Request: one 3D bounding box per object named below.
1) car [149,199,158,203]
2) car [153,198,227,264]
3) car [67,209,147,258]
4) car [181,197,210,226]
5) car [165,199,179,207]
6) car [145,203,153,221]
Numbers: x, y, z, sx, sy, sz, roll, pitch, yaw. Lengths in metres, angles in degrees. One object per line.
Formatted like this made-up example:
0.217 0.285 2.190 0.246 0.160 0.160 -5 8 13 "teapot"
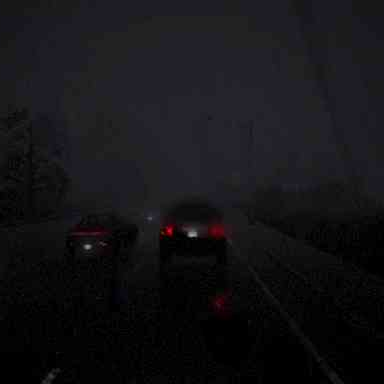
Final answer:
-7.428 2.172 66.041 1.812 1.442 4.674 0 -1 6 "car"
0.066 1.349 12.495 2.150 2.045 5.566 0 0 1 "car"
-3.410 1.626 13.461 2.128 1.511 4.902 0 0 1 "car"
0.379 1.494 27.367 2.150 2.045 5.566 0 0 2 "car"
-3.925 2.149 65.892 1.837 1.490 4.892 0 0 6 "car"
-3.084 1.878 28.166 1.895 1.301 4.718 0 -1 3 "car"
